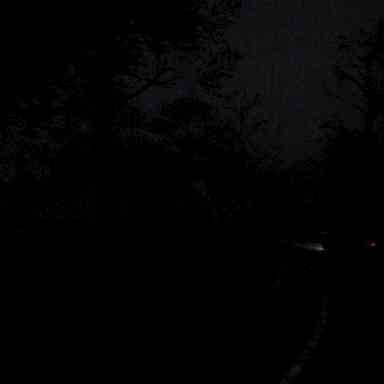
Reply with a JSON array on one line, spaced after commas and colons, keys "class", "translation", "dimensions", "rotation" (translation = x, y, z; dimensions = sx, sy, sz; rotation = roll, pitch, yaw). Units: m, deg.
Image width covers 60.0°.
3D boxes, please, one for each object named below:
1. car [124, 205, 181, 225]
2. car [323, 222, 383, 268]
[{"class": "car", "translation": [-3.327, 1.832, 27.476], "dimensions": [5.008, 1.535, 1.882], "rotation": [0, -2, 27]}, {"class": "car", "translation": [6.313, 1.778, 12.091], "dimensions": [1.994, 1.385, 4.181], "rotation": [0, -1, 3]}]
